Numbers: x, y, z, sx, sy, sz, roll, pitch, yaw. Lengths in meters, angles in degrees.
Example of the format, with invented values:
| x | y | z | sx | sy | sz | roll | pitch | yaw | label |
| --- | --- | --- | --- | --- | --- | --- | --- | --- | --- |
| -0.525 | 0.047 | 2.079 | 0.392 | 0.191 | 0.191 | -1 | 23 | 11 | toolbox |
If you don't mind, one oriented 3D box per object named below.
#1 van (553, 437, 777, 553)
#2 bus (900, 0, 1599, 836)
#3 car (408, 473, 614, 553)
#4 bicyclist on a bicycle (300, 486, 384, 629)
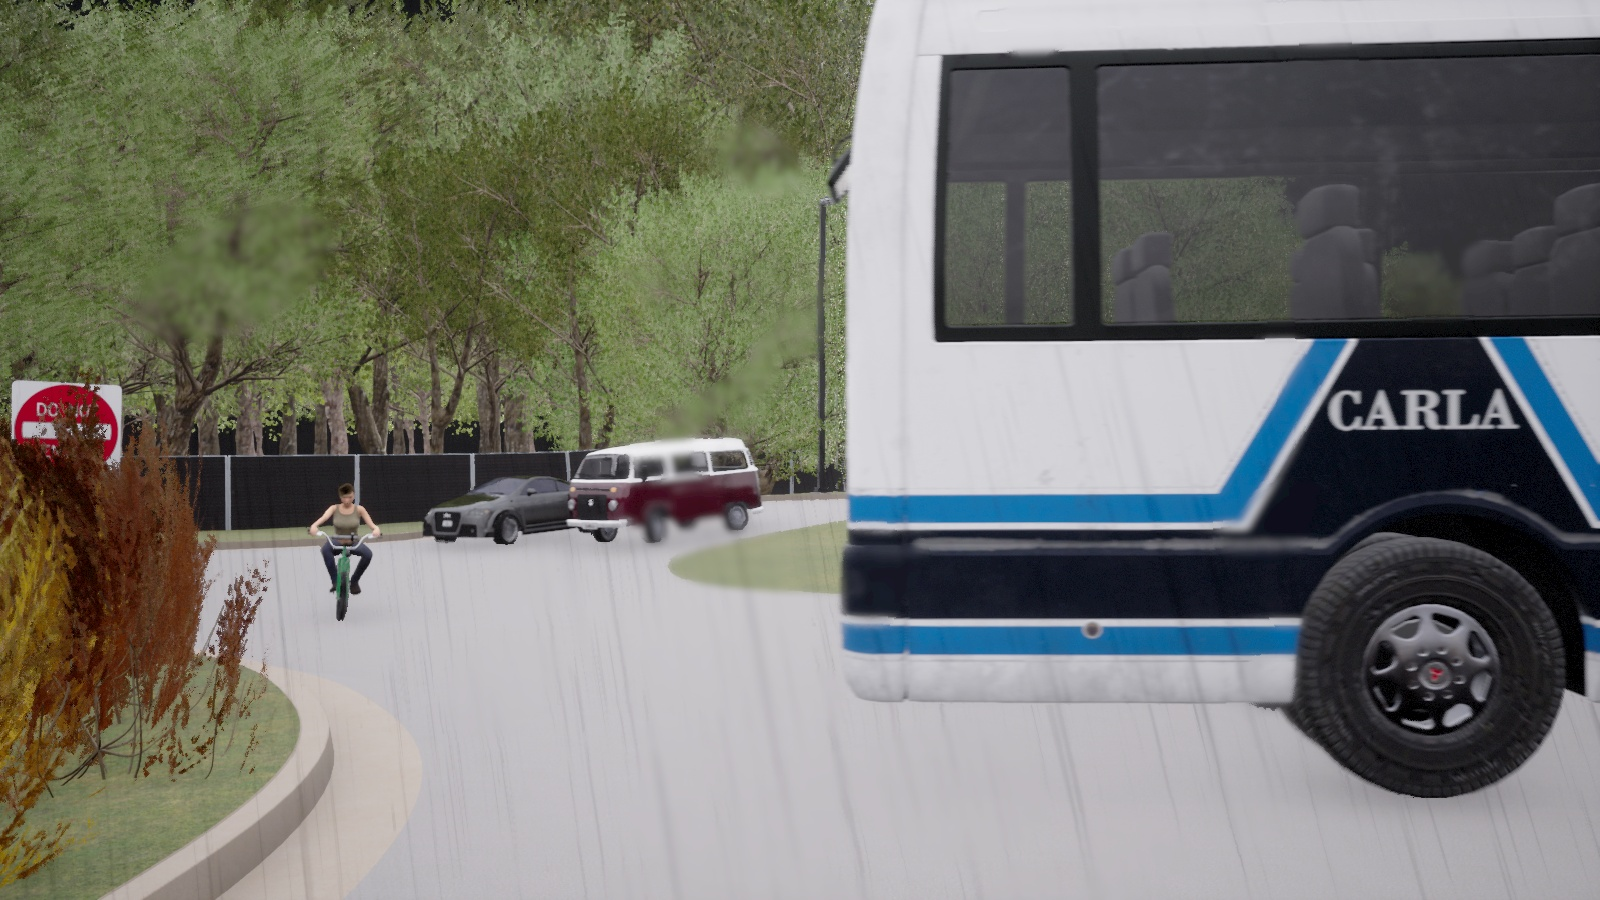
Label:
| x | y | z | sx | sy | sz | roll | pitch | yaw | label |
| --- | --- | --- | --- | --- | --- | --- | --- | --- | --- |
| -2.757 | 0.867 | 26.535 | 2.069 | 2.038 | 4.480 | -1 | 2 | 38 | van |
| 5.834 | -0.478 | 7.422 | 10.273 | 4.253 | 3.944 | -1 | 1 | 3 | bus |
| -6.256 | 1.328 | 27.675 | 1.994 | 1.385 | 4.181 | -2 | 1 | 32 | car |
| -5.493 | 1.252 | 15.125 | 0.866 | 1.612 | 1.509 | 2 | -2 | -19 | bicyclist on a bicycle |
